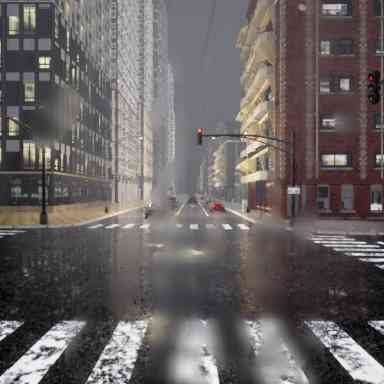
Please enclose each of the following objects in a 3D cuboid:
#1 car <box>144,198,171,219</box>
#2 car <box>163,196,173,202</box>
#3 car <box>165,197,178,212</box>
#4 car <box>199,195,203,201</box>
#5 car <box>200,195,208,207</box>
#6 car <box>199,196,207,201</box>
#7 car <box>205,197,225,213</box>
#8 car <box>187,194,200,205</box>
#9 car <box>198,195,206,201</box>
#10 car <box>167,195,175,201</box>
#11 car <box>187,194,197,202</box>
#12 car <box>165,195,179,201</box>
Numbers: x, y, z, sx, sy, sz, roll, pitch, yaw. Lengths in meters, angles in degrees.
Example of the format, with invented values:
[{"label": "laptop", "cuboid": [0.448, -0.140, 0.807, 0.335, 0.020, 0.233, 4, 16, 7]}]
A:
[{"label": "car", "cuboid": [-3.109, 1.553, 29.478, 2.033, 1.411, 5.357, 0, 0, -4]}, {"label": "car", "cuboid": [-5.665, 1.589, 78.371, 2.008, 1.369, 4.403, 0, 0, 0]}, {"label": "car", "cuboid": [-3.070, 1.574, 39.497, 1.994, 1.385, 4.181, 0, 0, 1]}, {"label": "car", "cuboid": [2.709, 1.571, 55.774, 2.008, 1.369, 4.403, 0, 0, 0]}, {"label": "car", "cuboid": [2.707, 1.567, 50.126, 2.008, 1.369, 4.403, 0, 0, 0]}, {"label": "car", "cuboid": [2.716, 1.626, 84.017, 1.802, 1.307, 4.206, 0, 0, 0]}, {"label": "car", "cuboid": [2.754, 1.591, 37.209, 1.802, 1.307, 4.206, 0, 0, 0]}, {"label": "car", "cuboid": [0.019, 1.548, 59.808, 1.812, 1.442, 4.674, 0, 0, 0]}, {"label": "car", "cuboid": [2.718, 1.491, 89.666, 1.967, 1.590, 4.097, 0, 0, 0]}, {"label": "car", "cuboid": [-5.662, 1.595, 89.669, 1.887, 1.381, 4.507, 0, 0, 0]}, {"label": "car", "cuboid": [0.023, 1.218, 69.781, 2.097, 1.767, 4.553, 0, 0, 0]}, {"label": "car", "cuboid": [-3.038, 1.521, 49.912, 1.837, 1.490, 4.892, 0, 0, 0]}]
